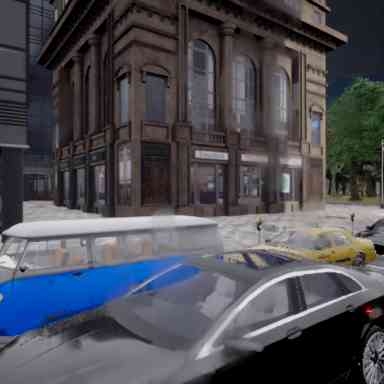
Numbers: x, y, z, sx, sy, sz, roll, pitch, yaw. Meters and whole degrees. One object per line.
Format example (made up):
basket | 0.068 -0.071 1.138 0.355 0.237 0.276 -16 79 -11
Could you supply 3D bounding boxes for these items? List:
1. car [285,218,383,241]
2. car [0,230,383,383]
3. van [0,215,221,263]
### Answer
car | 3.005 1.524 8.789 4.829 1.417 1.752 0 0 -35
car | 0.434 1.491 3.686 4.902 1.511 2.128 0 0 -35
van | -1.285 1.341 5.733 3.998 1.788 1.690 0 0 -35
